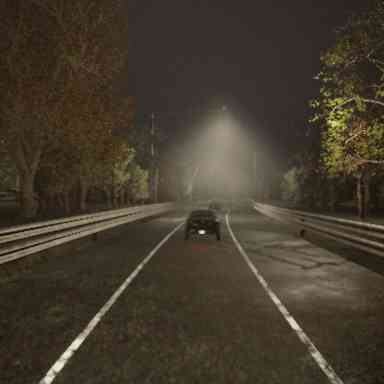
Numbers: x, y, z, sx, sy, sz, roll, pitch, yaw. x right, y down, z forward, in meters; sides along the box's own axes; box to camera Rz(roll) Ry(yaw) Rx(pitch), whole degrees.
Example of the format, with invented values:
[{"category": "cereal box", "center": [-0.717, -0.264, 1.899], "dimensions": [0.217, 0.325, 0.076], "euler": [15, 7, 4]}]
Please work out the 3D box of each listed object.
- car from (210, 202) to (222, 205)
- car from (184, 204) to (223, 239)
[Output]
[{"category": "car", "center": [3.151, 1.992, 44.863], "dimensions": [2.033, 1.411, 5.357], "euler": [0, -1, 9]}, {"category": "car", "center": [0.627, 1.675, 18.383], "dimensions": [1.837, 1.490, 4.892], "euler": [0, 0, 3]}]
